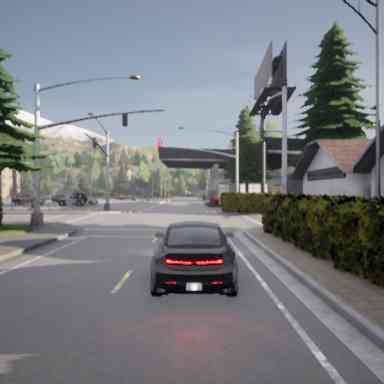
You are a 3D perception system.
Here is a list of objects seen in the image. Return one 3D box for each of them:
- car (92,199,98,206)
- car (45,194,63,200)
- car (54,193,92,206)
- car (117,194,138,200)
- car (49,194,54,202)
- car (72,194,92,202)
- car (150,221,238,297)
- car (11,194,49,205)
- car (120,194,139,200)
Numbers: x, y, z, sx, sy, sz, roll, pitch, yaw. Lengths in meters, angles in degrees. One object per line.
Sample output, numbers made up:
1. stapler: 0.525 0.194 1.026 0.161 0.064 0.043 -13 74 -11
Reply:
1. car: -16.186 1.349 50.321 3.806 1.475 1.970 0 0 -1
2. car: -35.109 1.364 84.612 3.806 1.475 1.970 0 0 -1
3. car: -16.778 1.065 46.992 3.866 1.878 1.905 0 0 -1
4. car: -16.443 1.310 84.577 5.027 1.636 2.152 0 0 -1
5. car: -24.028 1.283 62.693 4.514 1.523 2.007 0 0 -1
6. car: -24.046 1.302 72.685 3.633 1.501 1.845 0 0 -1
7. car: 0.058 1.503 8.576 1.837 1.490 4.892 0 0 0
8. car: -24.665 1.085 50.232 4.605 1.855 1.932 0 0 -1
9. car: -16.514 1.318 87.714 4.514 1.523 2.007 0 0 -1
